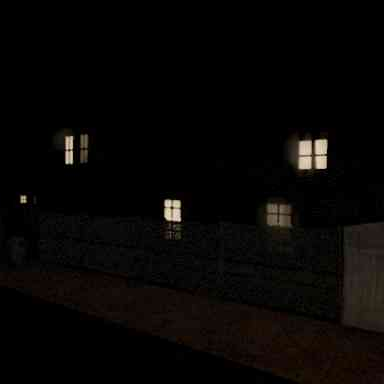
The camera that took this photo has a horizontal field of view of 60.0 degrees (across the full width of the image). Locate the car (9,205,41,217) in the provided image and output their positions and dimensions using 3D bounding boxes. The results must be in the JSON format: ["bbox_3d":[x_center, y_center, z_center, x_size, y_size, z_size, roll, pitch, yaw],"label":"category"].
[{"bbox_3d":[-16.366,1.985,31.150,1.882,1.535,5.008,1,-1,36],"label":"car"}]
